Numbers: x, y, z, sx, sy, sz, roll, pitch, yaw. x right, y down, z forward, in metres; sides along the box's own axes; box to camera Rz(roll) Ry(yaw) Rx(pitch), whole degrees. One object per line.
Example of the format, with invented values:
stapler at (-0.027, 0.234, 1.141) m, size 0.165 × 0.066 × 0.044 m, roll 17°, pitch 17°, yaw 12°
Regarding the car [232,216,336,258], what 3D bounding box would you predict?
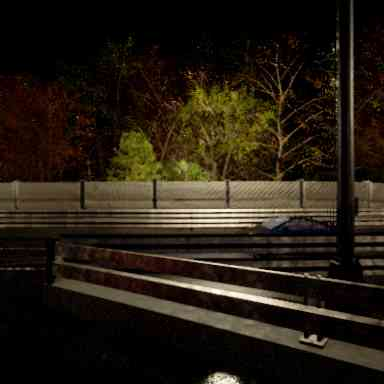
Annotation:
car at (3.435, 1.569, 11.919) m, size 4.181 × 1.385 × 1.994 m, roll 0°, pitch 0°, yaw -4°
